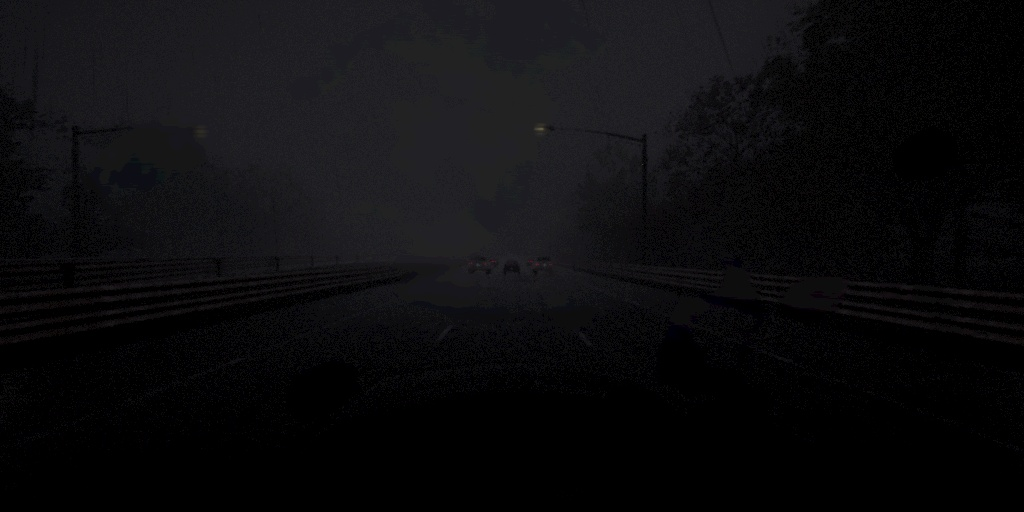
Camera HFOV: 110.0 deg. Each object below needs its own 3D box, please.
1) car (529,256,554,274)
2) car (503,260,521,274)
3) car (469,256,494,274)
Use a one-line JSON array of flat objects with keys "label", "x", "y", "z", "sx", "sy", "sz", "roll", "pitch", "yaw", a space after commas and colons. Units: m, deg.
[{"label": "car", "x": 3.478, "y": 0.971, "z": 40.719, "sx": 2.150, "sy": 2.045, "sz": 5.566, "roll": 0, "pitch": 0, "yaw": 0}, {"label": "car", "x": -0.008, "y": 1.225, "z": 42.117, "sx": 1.882, "sy": 1.535, "sz": 5.008, "roll": 0, "pitch": 0, "yaw": 0}, {"label": "car", "x": -3.521, "y": 0.970, "z": 40.711, "sx": 2.150, "sy": 2.045, "sz": 5.566, "roll": 0, "pitch": 0, "yaw": 0}]
